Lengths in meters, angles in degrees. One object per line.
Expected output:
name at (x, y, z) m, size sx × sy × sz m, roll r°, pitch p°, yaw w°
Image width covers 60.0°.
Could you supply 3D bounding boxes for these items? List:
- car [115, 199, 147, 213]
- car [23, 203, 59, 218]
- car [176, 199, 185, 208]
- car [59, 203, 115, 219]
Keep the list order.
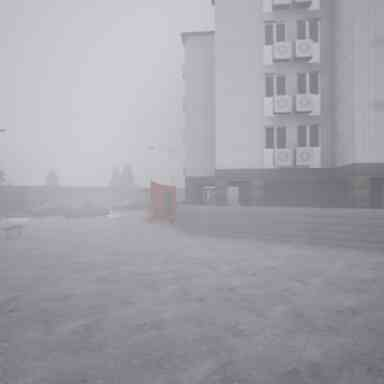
car at (-7.753, 1.694, 41.354) m, size 1.882 × 1.535 × 5.008 m, roll 0°, pitch 0°, yaw 35°
car at (-13.711, 1.763, 33.010) m, size 2.033 × 1.411 × 5.357 m, roll 0°, pitch 0°, yaw 35°
car at (-1.584, 1.765, 49.971) m, size 2.033 × 1.411 × 5.357 m, roll 0°, pitch 0°, yaw 36°
car at (-9.813, 1.750, 31.241) m, size 1.994 × 1.385 × 4.181 m, roll 0°, pitch 0°, yaw 35°
